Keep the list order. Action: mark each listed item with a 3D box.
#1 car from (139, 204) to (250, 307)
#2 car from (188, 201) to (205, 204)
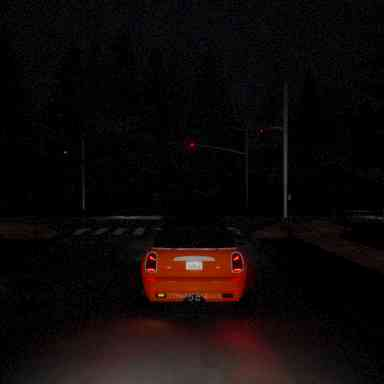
[{"bbox_3d":[0.049,1.352,8.149,2.097,1.767,4.553,0,0,0],"label":"car"},{"bbox_3d":[-0.076,1.439,27.347,4.718,1.301,1.895,0,0,0],"label":"car"}]
